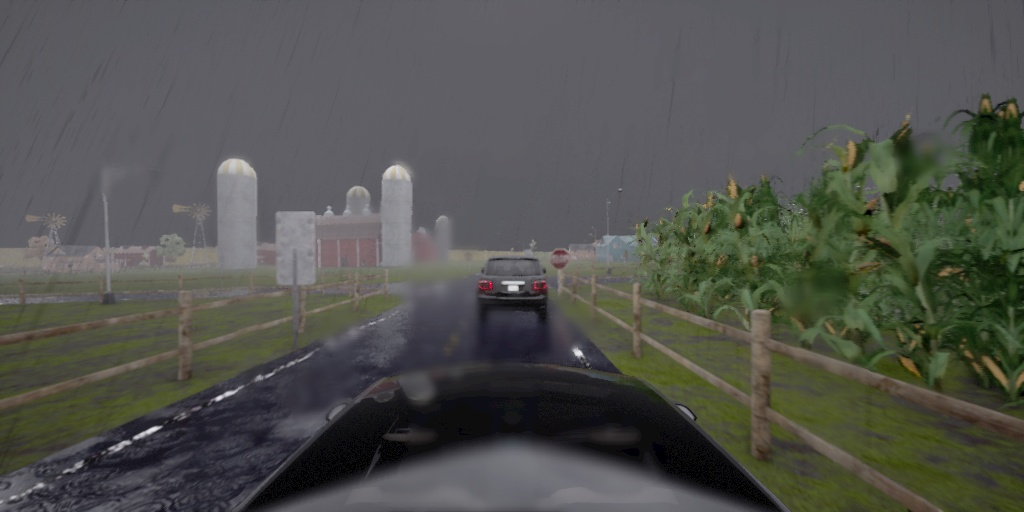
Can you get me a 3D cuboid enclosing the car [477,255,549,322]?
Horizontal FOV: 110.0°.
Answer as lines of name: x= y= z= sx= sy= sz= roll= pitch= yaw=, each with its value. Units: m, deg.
car: x=0.062 y=0.999 z=12.618 sx=2.150 sy=2.045 sz=5.566 roll=0 pitch=0 yaw=1
